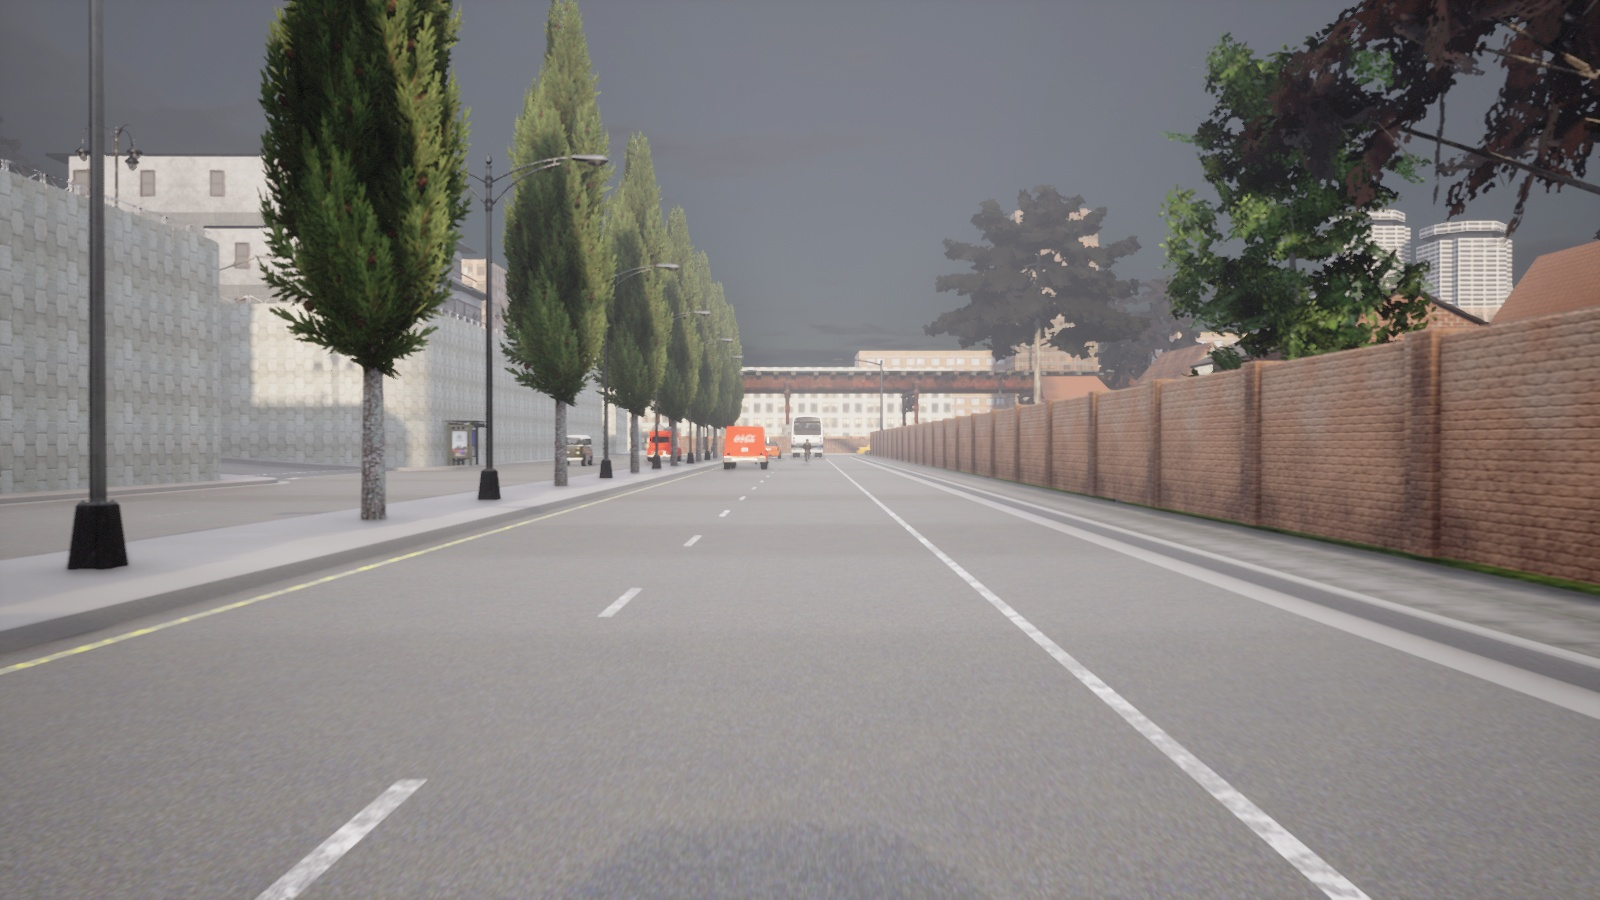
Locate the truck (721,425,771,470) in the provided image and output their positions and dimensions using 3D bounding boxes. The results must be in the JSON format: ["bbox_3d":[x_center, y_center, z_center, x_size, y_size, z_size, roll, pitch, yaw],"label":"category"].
[{"bbox_3d":[-3.071,-0.153,72.740,2.627,2.467,5.204,0,0,0],"label":"truck"}]

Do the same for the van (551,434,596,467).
[{"bbox_3d":[-14.525,0.003,80.811,2.069,2.038,4.480,0,0,0],"label":"van"}]
